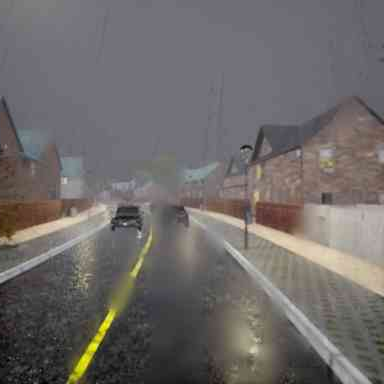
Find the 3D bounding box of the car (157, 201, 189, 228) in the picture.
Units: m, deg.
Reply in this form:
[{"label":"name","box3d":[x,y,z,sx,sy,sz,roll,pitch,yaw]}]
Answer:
[{"label":"car","box3d":[-1.284,1.604,23.003,1.837,1.490,4.892,0,0,-6]}]

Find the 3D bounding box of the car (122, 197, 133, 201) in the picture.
[{"label":"car","box3d":[-12.007,1.761,61.820,2.097,1.767,4.553,0,-1,-16]}]

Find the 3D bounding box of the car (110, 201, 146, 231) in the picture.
[{"label":"car","box3d":[-4.058,1.591,21.323,1.837,1.490,4.892,0,0,-6]}]

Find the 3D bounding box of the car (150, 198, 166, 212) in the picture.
[{"label":"car","box3d":[-4.170,1.575,41.900,2.097,1.767,4.553,0,0,-11]}]
